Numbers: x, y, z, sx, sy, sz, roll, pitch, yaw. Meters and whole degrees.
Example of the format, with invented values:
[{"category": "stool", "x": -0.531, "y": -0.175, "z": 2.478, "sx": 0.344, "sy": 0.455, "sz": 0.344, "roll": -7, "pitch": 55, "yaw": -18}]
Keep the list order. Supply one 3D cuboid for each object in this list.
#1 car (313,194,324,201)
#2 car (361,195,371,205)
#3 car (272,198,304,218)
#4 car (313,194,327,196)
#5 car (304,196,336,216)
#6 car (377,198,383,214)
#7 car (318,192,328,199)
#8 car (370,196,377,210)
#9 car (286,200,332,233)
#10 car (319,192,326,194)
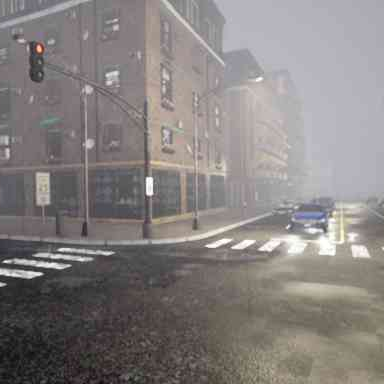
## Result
[{"category": "car", "x": 26.256, "y": 1.172, "z": 68.831, "sx": 1.752, "sy": 1.417, "sz": 4.829, "roll": -1, "pitch": 0, "yaw": 24}, {"category": "car", "x": 27.003, "y": 1.211, "z": 49.976, "sx": 2.008, "sy": 1.369, "sz": 4.403, "roll": -1, "pitch": 0, "yaw": 24}, {"category": "car", "x": 7.718, "y": 1.408, "z": 27.386, "sx": 2.008, "sy": 1.369, "sz": 4.403, "roll": -1, "pitch": 0, "yaw": 24}, {"category": "car", "x": 14.743, "y": 1.260, "z": 36.719, "sx": 1.882, "sy": 1.535, "sz": 5.008, "roll": 0, "pitch": 0, "yaw": 24}, {"category": "car", "x": 10.623, "y": 1.324, "z": 27.460, "sx": 2.128, "sy": 1.511, "sz": 4.902, "roll": 0, "pitch": 0, "yaw": 24}, {"category": "car", "x": 17.700, "y": 1.351, "z": 29.176, "sx": 1.802, "sy": 1.307, "sz": 4.206, "roll": -1, "pitch": 0, "yaw": 24}, {"category": "car", "x": 33.299, "y": 0.894, "z": 84.586, "sx": 2.192, "sy": 1.841, "sz": 5.009, "roll": -1, "pitch": 0, "yaw": 24}, {"category": "car", "x": 20.025, "y": 1.291, "z": 34.376, "sx": 2.008, "sy": 1.369, "sz": 4.403, "roll": -1, "pitch": 0, "yaw": 24}, {"category": "car", "x": 6.782, "y": 1.406, "z": 18.924, "sx": 1.812, "sy": 1.442, "sz": 4.674, "roll": 0, "pitch": 0, "yaw": 24}, {"category": "car", "x": 23.997, "y": 1.110, "z": 63.787, "sx": 1.967, "sy": 1.590, "sz": 4.097, "roll": -1, "pitch": 0, "yaw": 24}]
